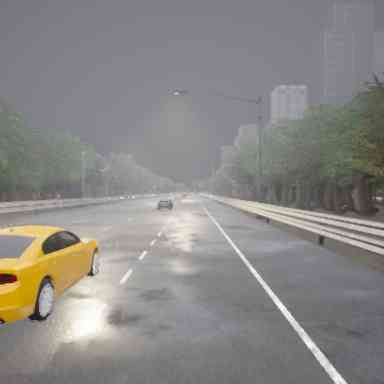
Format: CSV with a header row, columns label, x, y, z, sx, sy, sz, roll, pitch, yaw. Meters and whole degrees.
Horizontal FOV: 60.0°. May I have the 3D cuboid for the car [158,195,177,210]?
label,x,y,z,sx,sy,sz,roll,pitch,yaw
car,-3.491,1.521,44.436,2.128,1.511,4.902,0,0,0

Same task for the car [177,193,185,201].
label,x,y,z,sx,sy,sz,roll,pitch,yaw
car,-3.483,1.479,84.100,1.882,1.535,5.008,0,0,0

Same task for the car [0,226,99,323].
label,x,y,z,sx,sy,sz,roll,pitch,yaw
car,-3.499,1.483,7.307,1.882,1.535,5.008,0,0,0
